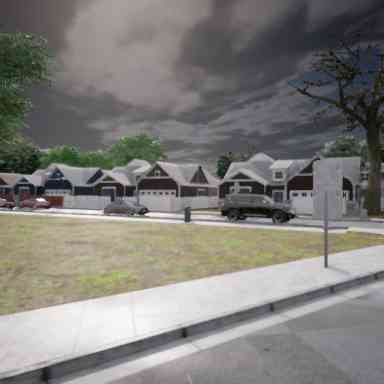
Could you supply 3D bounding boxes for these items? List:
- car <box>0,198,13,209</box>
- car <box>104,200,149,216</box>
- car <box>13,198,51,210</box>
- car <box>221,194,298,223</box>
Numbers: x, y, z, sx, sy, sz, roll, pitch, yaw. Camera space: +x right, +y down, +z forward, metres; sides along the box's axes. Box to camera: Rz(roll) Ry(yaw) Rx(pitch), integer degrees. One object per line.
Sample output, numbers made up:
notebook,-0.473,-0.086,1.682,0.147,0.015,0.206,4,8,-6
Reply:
car,-22.980,1.372,39.339,4.181,1.385,1.994,0,0,28
car,-5.985,1.461,30.395,4.181,1.385,1.994,0,0,28
car,-19.274,1.399,40.598,4.181,1.385,1.994,0,0,28
car,4.834,1.177,24.360,5.566,2.045,2.150,0,0,30
